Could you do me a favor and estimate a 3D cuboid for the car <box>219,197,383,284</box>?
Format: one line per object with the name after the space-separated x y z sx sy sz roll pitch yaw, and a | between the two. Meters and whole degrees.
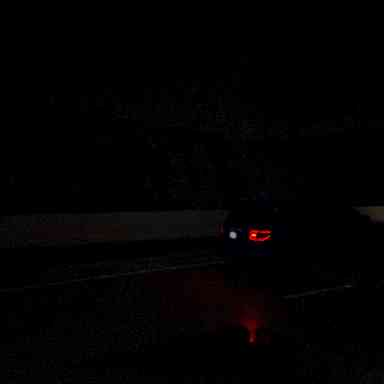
3.452 1.174 9.515 5.566 2.045 2.150 0 0 -25 | car
